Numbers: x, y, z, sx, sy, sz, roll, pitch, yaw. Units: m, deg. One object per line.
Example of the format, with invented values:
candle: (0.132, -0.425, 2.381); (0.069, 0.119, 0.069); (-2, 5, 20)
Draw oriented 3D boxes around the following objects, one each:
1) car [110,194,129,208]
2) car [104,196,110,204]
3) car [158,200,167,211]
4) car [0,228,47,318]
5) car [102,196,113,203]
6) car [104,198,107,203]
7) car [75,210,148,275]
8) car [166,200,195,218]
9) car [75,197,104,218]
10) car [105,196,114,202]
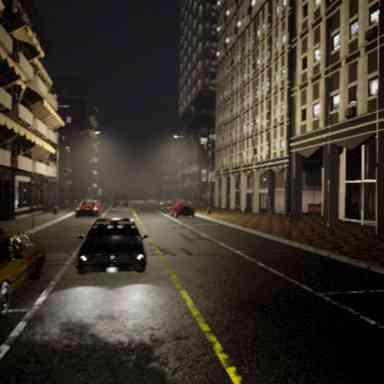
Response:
car: (-10.321, 1.252, 48.133); (2.150, 2.045, 5.566); (1, 0, -12)
car: (-16.136, 1.559, 62.565); (2.008, 1.369, 4.403); (1, 0, -12)
car: (-3.253, 1.658, 42.199); (2.008, 1.369, 4.403); (1, 0, -12)
car: (-4.386, 1.488, 7.141); (1.752, 1.417, 4.829); (1, 0, -12)
car: (-17.307, 1.566, 68.090); (2.008, 1.369, 4.403); (1, 0, -12)
car: (-10.279, 1.562, 34.936); (1.802, 1.307, 4.206); (1, 0, -12)
car: (-2.521, 1.549, 10.845); (2.033, 1.411, 5.357); (1, 0, -12)
car: (-0.910, 1.643, 31.147); (1.887, 1.381, 4.507); (1, 0, -12)
car: (-9.106, 1.416, 29.410); (1.967, 1.590, 4.097); (1, 0, -12)
car: (-20.036, 1.613, 80.716); (1.802, 1.307, 4.206); (1, 0, -12)
